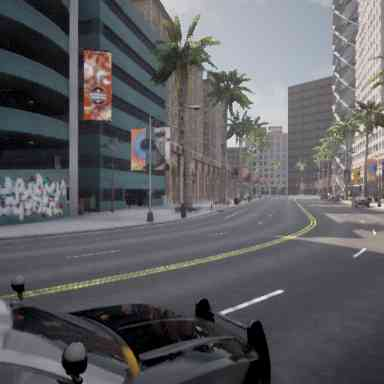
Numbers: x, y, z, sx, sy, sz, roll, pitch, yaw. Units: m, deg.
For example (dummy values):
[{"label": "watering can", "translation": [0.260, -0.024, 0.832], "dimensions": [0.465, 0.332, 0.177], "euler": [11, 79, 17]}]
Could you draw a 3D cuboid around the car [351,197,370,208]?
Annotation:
[{"label": "car", "translation": [24.785, 1.451, 49.062], "dimensions": [2.231, 1.521, 4.892], "euler": [0, 0, 16]}]

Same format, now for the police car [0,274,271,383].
[{"label": "police car", "translation": [-1.570, 1.416, 2.160], "dimensions": [5.238, 1.638, 1.930], "euler": [0, 0, -36]}]

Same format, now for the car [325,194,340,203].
[{"label": "car", "translation": [32.877, 1.308, 77.300], "dimensions": [2.185, 1.767, 4.553], "euler": [0, 0, 16]}]

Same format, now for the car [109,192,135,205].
[{"label": "car", "translation": [-10.837, 0.972, 51.444], "dimensions": [2.435, 2.045, 5.566], "euler": [0, 0, 16]}]
